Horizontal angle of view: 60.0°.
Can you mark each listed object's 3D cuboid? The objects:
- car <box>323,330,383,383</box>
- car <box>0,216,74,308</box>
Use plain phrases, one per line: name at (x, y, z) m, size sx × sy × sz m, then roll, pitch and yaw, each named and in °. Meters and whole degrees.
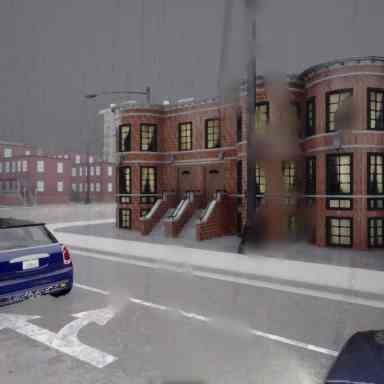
car at (3.422, 1.548, 1.548) m, size 5.357 × 1.411 × 2.033 m, roll 0°, pitch 0°, yaw 36°
car at (-4.716, 1.352, 7.355) m, size 4.553 × 1.767 × 2.097 m, roll 0°, pitch 0°, yaw 35°
